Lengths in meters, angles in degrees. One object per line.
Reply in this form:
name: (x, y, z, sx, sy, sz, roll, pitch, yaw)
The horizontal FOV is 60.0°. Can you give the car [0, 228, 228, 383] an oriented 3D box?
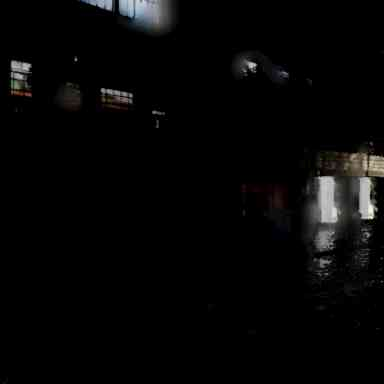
car: (-1.469, 1.438, 5.065, 4.097, 1.590, 1.967, 0, -1, -36)
